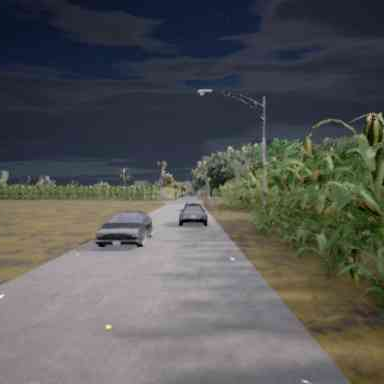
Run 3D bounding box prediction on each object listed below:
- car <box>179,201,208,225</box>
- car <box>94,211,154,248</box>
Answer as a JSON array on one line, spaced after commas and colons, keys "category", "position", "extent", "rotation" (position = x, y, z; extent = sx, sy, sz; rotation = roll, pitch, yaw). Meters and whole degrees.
[{"category": "car", "position": [0.085, 1.592, 24.053], "extent": [1.994, 1.385, 4.181], "rotation": [0, 0, 0]}, {"category": "car", "position": [-2.839, 1.565, 15.191], "extent": [2.033, 1.411, 5.357], "rotation": [0, 0, 0]}]
